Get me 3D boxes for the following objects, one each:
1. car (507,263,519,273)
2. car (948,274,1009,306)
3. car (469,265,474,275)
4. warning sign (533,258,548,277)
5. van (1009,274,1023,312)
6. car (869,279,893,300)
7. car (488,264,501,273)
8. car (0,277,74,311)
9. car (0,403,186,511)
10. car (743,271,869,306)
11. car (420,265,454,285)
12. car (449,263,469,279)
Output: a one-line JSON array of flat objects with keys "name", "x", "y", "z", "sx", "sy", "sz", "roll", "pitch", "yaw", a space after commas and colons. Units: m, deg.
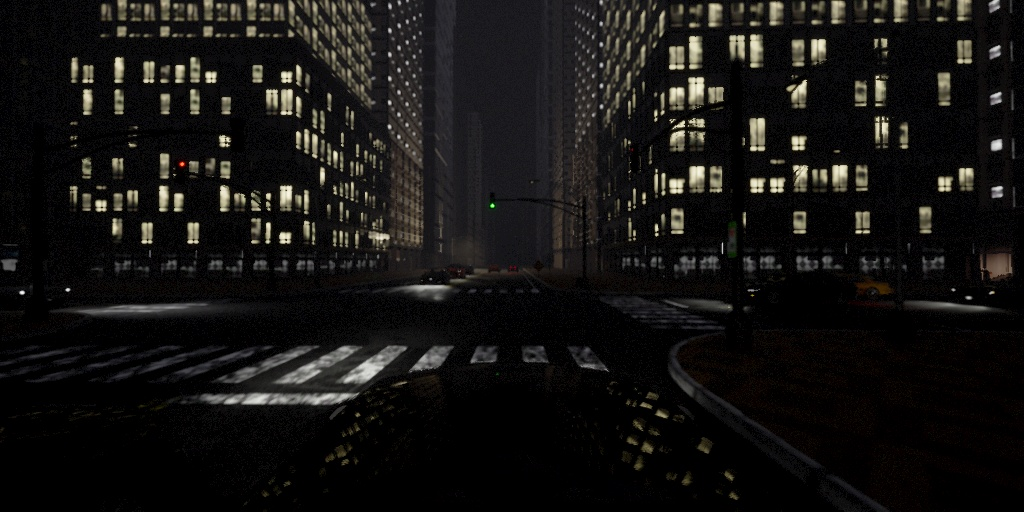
[{"name": "car", "x": 0.174, "y": 2.132, "z": 62.535, "sx": 2.128, "sy": 1.511, "sz": 4.902, "roll": 0, "pitch": -1, "yaw": 0}, {"name": "car", "x": 23.405, "y": 1.508, "z": 16.204, "sx": 5.357, "sy": 1.411, "sz": 2.033, "roll": 0, "pitch": -1, "yaw": 2}, {"name": "car", "x": -6.532, "y": 2.010, "z": 51.512, "sx": 2.033, "sy": 1.411, "sz": 5.357, "roll": 0, "pitch": -1, "yaw": 0}, {"name": "warning sign", "x": 2.897, "y": 1.386, "z": 39.036, "sx": 1.300, "sy": 1.860, "sz": 1.060, "roll": 0, "pitch": 0, "yaw": 0}, {"name": "van", "x": 18.368, "y": 1.236, "z": 10.857, "sx": 3.998, "sy": 1.789, "sz": 1.690, "roll": 0, "pitch": 0, "yaw": 2}, {"name": "car", "x": 17.108, "y": 1.515, "z": 19.030, "sx": 4.829, "sy": 1.417, "sz": 1.751, "roll": 0, "pitch": 0, "yaw": 2}, {"name": "car", "x": -3.074, "y": 2.106, "z": 61.808, "sx": 1.882, "sy": 1.535, "sz": 5.008, "roll": 0, "pitch": -1, "yaw": 0}, {"name": "car", "x": -21.362, "y": 1.526, "z": 14.797, "sx": 4.718, "sy": 1.301, "sz": 1.895, "roll": 0, "pitch": -1, "yaw": 0}, {"name": "car", "x": -3.156, "y": 1.226, "z": 0.439, "sx": 2.128, "sy": 1.511, "sz": 4.902, "roll": 0, "pitch": -1, "yaw": 0}, {"name": "car", "x": 13.004, "y": 1.463, "z": 16.593, "sx": 4.892, "sy": 1.490, "sz": 1.837, "roll": 0, "pitch": -1, "yaw": 2}, {"name": "car", "x": -6.563, "y": 1.717, "z": 31.020, "sx": 1.994, "sy": 1.385, "sz": 4.181, "roll": 0, "pitch": -1, "yaw": 0}, {"name": "car", "x": -6.550, "y": 1.653, "z": 41.019, "sx": 2.097, "sy": 1.767, "sz": 4.553, "roll": 0, "pitch": -1, "yaw": 0}]
